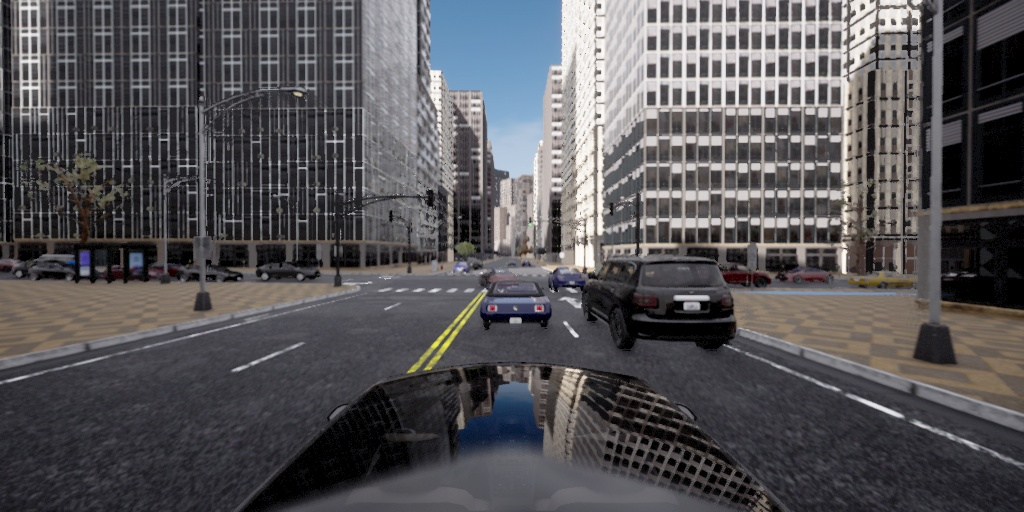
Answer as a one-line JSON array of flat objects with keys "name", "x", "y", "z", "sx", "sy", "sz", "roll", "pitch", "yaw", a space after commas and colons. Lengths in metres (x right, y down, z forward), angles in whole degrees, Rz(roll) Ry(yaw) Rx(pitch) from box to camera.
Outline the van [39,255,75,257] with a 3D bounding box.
[{"name": "van", "x": -45.286, "y": 0.785, "z": 36.013, "sx": 3.998, "sy": 1.789, "sz": 1.690, "roll": 0, "pitch": 0, "yaw": 1}]

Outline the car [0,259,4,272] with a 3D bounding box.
[{"name": "car", "x": -50.968, "y": 0.974, "z": 36.129, "sx": 4.207, "sy": 1.307, "sz": 1.802, "roll": 0, "pitch": 0, "yaw": 1}]

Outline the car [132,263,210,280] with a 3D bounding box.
[{"name": "car", "x": -28.318, "y": 1.262, "z": 29.869, "sx": 4.718, "sy": 1.301, "sz": 1.895, "roll": 1, "pitch": 1, "yaw": 1}]

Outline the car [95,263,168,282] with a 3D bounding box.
[{"name": "car", "x": -28.414, "y": 1.272, "z": 27.177, "sx": 4.207, "sy": 1.307, "sz": 1.802, "roll": 0, "pitch": 0, "yaw": 1}]

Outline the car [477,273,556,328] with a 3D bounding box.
[{"name": "car", "x": 0.101, "y": 1.396, "z": 11.520, "sx": 1.895, "sy": 1.301, "sz": 4.718, "roll": 0, "pitch": 0, "yaw": 0}]

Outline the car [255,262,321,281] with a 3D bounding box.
[{"name": "car", "x": -18.437, "y": 1.255, "z": 29.666, "sx": 4.892, "sy": 1.490, "sz": 1.837, "roll": 1, "pitch": 1, "yaw": 1}]

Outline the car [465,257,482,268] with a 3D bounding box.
[{"name": "car", "x": -6.572, "y": 1.216, "z": 57.042, "sx": 2.150, "sy": 2.045, "sz": 5.566, "roll": 0, "pitch": 0, "yaw": 1}]

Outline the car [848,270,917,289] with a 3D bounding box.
[{"name": "car", "x": 27.643, "y": 1.709, "z": 26.316, "sx": 4.829, "sy": 1.417, "sz": 1.751, "roll": 0, "pitch": 0, "yaw": 1}]

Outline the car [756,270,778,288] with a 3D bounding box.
[{"name": "car", "x": 16.194, "y": 1.400, "z": 26.514, "sx": 5.009, "sy": 1.841, "sz": 2.192, "roll": 0, "pitch": 0, "yaw": 1}]

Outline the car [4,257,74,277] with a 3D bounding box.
[{"name": "car", "x": -38.756, "y": 1.073, "z": 30.089, "sx": 4.892, "sy": 1.490, "sz": 1.837, "roll": 1, "pitch": 1, "yaw": 1}]

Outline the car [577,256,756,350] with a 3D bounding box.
[{"name": "car", "x": 3.347, "y": 1.011, "z": 9.341, "sx": 2.150, "sy": 2.045, "sz": 5.566, "roll": 0, "pitch": 0, "yaw": 0}]

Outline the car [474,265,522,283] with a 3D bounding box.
[{"name": "car", "x": -1.034, "y": 1.491, "z": 24.623, "sx": 1.994, "sy": 1.385, "sz": 4.181, "roll": 1, "pitch": -1, "yaw": -18}]

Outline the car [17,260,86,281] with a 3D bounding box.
[{"name": "car", "x": -34.095, "y": 1.205, "z": 27.351, "sx": 4.313, "sy": 1.339, "sz": 1.948, "roll": 0, "pitch": 0, "yaw": 1}]

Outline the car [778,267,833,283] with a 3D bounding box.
[{"name": "car", "x": 26.109, "y": 1.672, "z": 32.122, "sx": 4.181, "sy": 1.385, "sz": 1.994, "roll": 0, "pitch": 1, "yaw": 1}]

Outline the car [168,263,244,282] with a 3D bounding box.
[{"name": "car", "x": -22.730, "y": 1.307, "z": 27.044, "sx": 4.313, "sy": 1.339, "sz": 1.948, "roll": 0, "pitch": 0, "yaw": 1}]

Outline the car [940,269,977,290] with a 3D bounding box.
[{"name": "car", "x": 33.113, "y": 1.814, "z": 26.222, "sx": 4.207, "sy": 1.307, "sz": 1.802, "roll": 0, "pitch": 0, "yaw": 1}]

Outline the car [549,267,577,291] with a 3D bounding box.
[{"name": "car", "x": 3.348, "y": 1.409, "z": 22.385, "sx": 1.812, "sy": 1.442, "sz": 4.674, "roll": 0, "pitch": -2, "yaw": 0}]

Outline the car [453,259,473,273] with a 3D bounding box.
[{"name": "car", "x": -6.588, "y": 1.479, "z": 47.077, "sx": 1.812, "sy": 1.442, "sz": 4.674, "roll": 0, "pitch": 0, "yaw": -2}]
